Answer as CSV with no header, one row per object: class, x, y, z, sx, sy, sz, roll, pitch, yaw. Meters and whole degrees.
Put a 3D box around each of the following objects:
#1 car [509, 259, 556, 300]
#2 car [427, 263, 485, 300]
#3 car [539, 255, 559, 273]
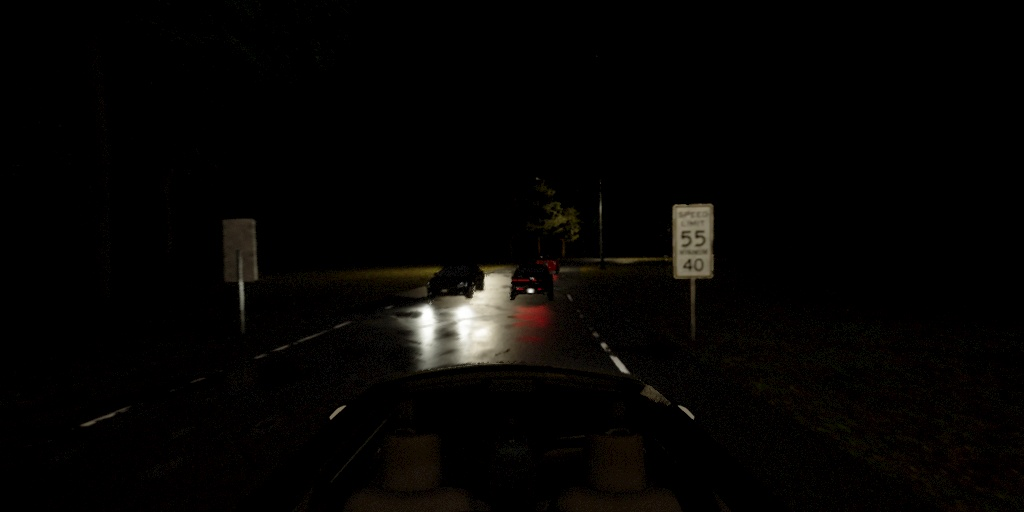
car,0.967,1.087,16.601,1.837,1.490,4.892,-1,1,6
car,-2.522,1.113,17.064,1.882,1.535,5.008,-1,1,6
car,3.534,0.732,35.390,2.097,1.767,4.553,-1,1,10
